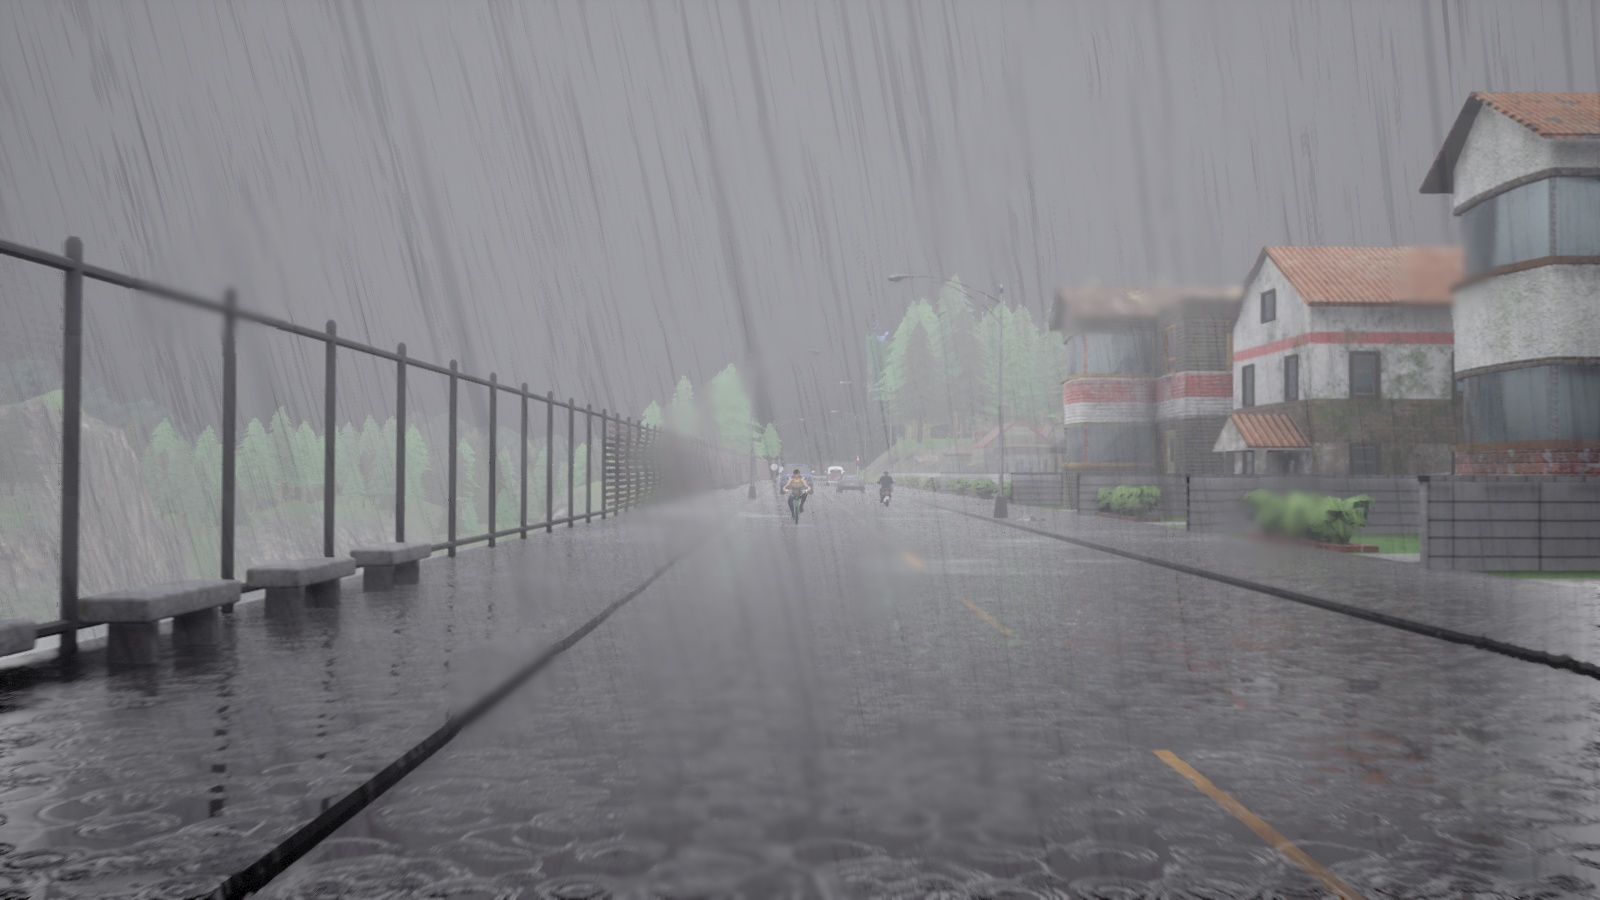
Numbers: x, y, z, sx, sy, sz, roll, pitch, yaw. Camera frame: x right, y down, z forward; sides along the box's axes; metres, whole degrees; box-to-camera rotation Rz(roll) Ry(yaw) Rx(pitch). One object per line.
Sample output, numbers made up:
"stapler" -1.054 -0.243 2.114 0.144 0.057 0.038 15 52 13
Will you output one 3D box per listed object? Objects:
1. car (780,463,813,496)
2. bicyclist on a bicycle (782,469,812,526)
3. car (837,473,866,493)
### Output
"car" -0.207 1.946 84.775 2.150 2.045 5.566 0 0 0
"bicyclist on a bicycle" -0.084 1.361 36.399 0.866 1.612 1.509 0 -1 0
"car" 3.775 2.418 92.891 1.994 1.385 4.181 0 -1 0
